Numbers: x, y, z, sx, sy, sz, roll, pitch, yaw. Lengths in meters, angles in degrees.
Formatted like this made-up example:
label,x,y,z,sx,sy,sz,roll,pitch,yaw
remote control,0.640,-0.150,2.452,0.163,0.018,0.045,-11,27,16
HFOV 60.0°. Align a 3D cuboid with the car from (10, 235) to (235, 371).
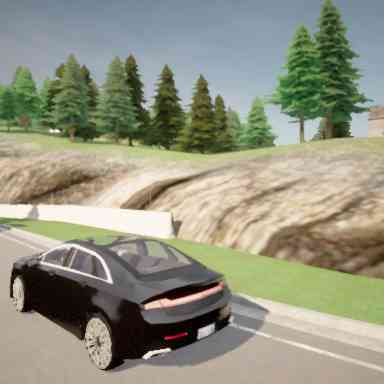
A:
label,x,y,z,sx,sy,sz,roll,pitch,yaw
car,-1.552,1.512,5.815,4.902,1.511,2.128,0,0,44
